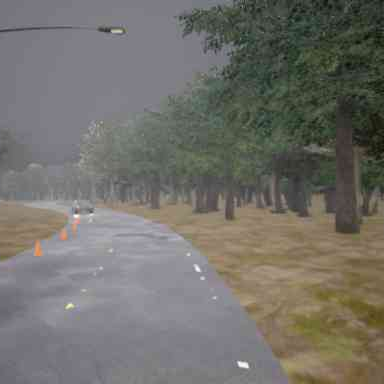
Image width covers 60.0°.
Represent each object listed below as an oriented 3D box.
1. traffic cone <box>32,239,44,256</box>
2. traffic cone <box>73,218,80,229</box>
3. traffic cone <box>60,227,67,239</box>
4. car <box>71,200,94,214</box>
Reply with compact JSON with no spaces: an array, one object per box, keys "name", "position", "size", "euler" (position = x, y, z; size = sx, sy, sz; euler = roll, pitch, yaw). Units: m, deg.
[{"name":"traffic cone","position":[-5.905,2.115,12.771],"size":[0.340,0.580,0.340],"euler":[0,-1,-9]},{"name":"traffic cone","position":[-7.851,2.199,22.287],"size":[0.340,0.580,0.340],"euler":[0,0,-15]},{"name":"traffic cone","position":[-6.754,2.159,17.554],"size":[0.340,0.580,0.340],"euler":[0,0,-12]},{"name":"car","position":[-13.588,1.731,41.029],"size":[2.097,1.767,4.553],"euler":[0,0,-26]}]
